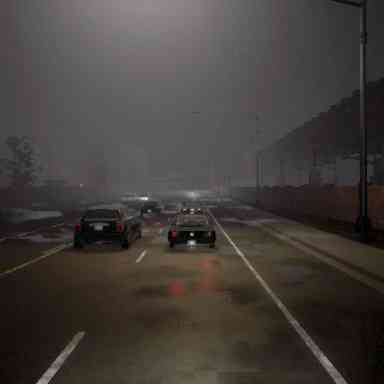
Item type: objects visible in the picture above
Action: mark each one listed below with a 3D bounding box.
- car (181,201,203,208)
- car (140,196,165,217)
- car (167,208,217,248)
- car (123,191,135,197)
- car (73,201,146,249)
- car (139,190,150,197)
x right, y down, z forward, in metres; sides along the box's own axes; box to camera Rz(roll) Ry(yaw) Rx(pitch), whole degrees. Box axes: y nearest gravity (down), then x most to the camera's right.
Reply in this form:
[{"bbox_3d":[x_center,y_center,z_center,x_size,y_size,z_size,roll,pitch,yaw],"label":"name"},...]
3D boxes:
[{"bbox_3d":[0.000,1.456,29.671,1.895,1.301,4.718,0,1,0],"label":"car"},{"bbox_3d":[-3.500,1.374,29.640,1.812,1.442,4.674,0,1,0],"label":"car"},{"bbox_3d":[0.000,1.603,14.678,1.895,1.301,4.718,0,0,0],"label":"car"},{"bbox_3d":[-14.000,0.413,74.088,2.033,1.411,5.357,0,1,0],"label":"car"},{"bbox_3d":[-3.500,1.353,14.617,2.097,1.767,4.553,0,0,0],"label":"car"},{"bbox_3d":[-10.500,0.399,74.088,2.128,1.511,4.902,0,1,0],"label":"car"}]
